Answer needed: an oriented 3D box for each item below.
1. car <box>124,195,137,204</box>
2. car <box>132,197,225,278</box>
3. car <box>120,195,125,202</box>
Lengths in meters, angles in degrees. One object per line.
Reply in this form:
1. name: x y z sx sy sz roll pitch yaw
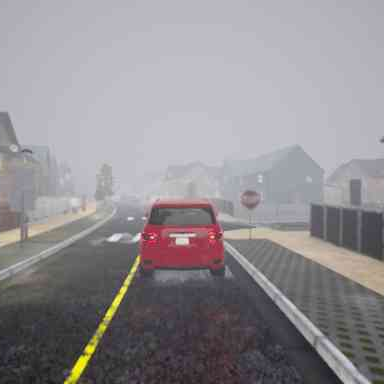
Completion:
1. car: -11.296 1.536 64.688 2.033 1.411 5.357 0 0 -20
2. car: -0.288 1.212 10.317 2.150 2.045 5.566 0 0 -1
3. car: -14.899 1.391 74.532 1.882 1.535 5.008 0 0 -20
